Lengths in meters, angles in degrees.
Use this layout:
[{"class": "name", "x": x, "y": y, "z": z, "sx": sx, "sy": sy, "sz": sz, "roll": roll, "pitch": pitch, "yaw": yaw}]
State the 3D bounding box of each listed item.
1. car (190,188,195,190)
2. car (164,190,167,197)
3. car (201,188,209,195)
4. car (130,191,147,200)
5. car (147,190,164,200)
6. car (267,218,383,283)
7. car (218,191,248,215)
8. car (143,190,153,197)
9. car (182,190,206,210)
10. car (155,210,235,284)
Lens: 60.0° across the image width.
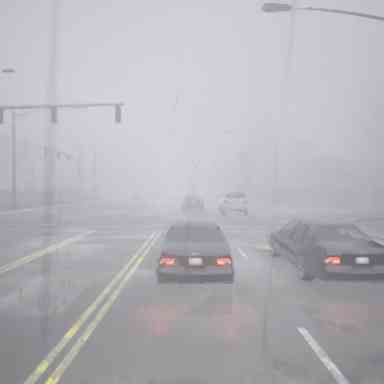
[{"class": "car", "x": 0.024, "y": -0.112, "z": 89.206, "sx": 2.097, "sy": 1.767, "sz": 4.553, "roll": 0, "pitch": 2, "yaw": 0}, {"class": "car", "x": -6.979, "y": 0.315, "z": 79.066, "sx": 1.882, "sy": 1.535, "sz": 5.008, "roll": 0, "pitch": 2, "yaw": 0}, {"class": "car", "x": 3.524, "y": 0.126, "z": 89.272, "sx": 1.895, "sy": 1.301, "sz": 4.718, "roll": 0, "pitch": 2, "yaw": 0}, {"class": "car", "x": -10.506, "y": 0.688, "z": 63.773, "sx": 1.882, "sy": 1.535, "sz": 5.008, "roll": 0, "pitch": 1, "yaw": 1}, {"class": "car", "x": -7.007, "y": 0.710, "z": 63.958, "sx": 1.837, "sy": 1.490, "sz": 4.892, "roll": 0, "pitch": 1, "yaw": 1}, {"class": "car", "x": 3.583, "y": 1.459, "z": 9.481, "sx": 2.033, "sy": 1.411, "sz": 5.357, "roll": 0, "pitch": 1, "yaw": 0}, {"class": "car", "x": 3.599, "y": 0.935, "z": 29.784, "sx": 2.150, "sy": 2.045, "sz": 5.566, "roll": 0, "pitch": 0, "yaw": 0}, {"class": "car", "x": -10.479, "y": 0.367, "z": 78.875, "sx": 1.812, "sy": 1.442, "sz": 4.674, "roll": 0, "pitch": 2, "yaw": 0}, {"class": "car", "x": 0.105, "y": 1.019, "z": 34.525, "sx": 2.097, "sy": 1.767, "sz": 4.553, "roll": 0, "pitch": 1, "yaw": 0}, {"class": "car", "x": 0.082, "y": 1.460, "z": 9.383, "sx": 2.033, "sy": 1.411, "sz": 5.357, "roll": 0, "pitch": 1, "yaw": 0}]
